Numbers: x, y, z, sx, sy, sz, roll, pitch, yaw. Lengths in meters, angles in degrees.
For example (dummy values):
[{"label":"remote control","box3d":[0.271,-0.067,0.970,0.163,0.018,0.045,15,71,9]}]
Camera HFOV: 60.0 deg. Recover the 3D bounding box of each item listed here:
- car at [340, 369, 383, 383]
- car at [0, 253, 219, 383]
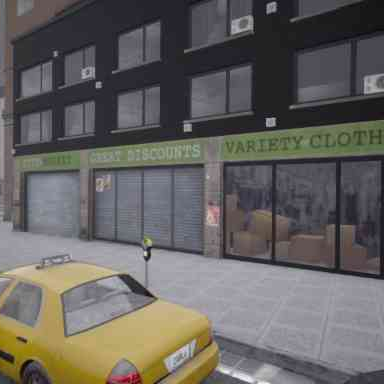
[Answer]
[{"label":"car","box3d":[2.701,1.551,1.167,4.403,1.369,2.008,0,1,35]},{"label":"car","box3d":[-1.990,1.524,4.502,4.829,1.417,1.752,0,1,35]}]
